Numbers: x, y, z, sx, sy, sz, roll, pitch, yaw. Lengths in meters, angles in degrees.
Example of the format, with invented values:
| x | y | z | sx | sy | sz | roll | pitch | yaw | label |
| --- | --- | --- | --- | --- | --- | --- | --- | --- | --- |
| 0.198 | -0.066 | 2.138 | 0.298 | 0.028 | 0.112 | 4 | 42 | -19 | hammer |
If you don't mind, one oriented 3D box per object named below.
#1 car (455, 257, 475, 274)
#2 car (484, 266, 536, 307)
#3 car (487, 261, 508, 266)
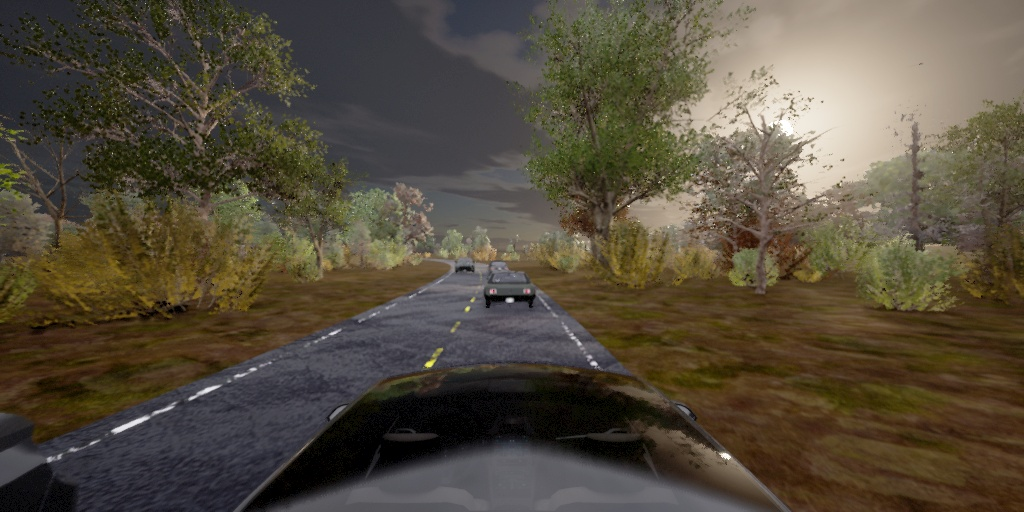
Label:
| x | y | z | sx | sy | sz | roll | pitch | yaw | label |
| --- | --- | --- | --- | --- | --- | --- | --- | --- | --- |
| -5.027 | 0.913 | 38.468 | 2.097 | 1.767 | 4.553 | 0 | 0 | -7 | car |
| -0.149 | 1.281 | 15.018 | 1.895 | 1.301 | 4.718 | 0 | 0 | -2 | car |
| -1.309 | 1.132 | 33.193 | 2.033 | 1.411 | 5.357 | 0 | 0 | -5 | car |
